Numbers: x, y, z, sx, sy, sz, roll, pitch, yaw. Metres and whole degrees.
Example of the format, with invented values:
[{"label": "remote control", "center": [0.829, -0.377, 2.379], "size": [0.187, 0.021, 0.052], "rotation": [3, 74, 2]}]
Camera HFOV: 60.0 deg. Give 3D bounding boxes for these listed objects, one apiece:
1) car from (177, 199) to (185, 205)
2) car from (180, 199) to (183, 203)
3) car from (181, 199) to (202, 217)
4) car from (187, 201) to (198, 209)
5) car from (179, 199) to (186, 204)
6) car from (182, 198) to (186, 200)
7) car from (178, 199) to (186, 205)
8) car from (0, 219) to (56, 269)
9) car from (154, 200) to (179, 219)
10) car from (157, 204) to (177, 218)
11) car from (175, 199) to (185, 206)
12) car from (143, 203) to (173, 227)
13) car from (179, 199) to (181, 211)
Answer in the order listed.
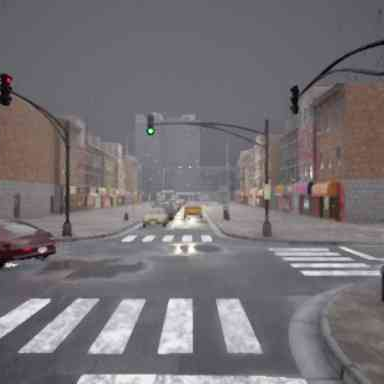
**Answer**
[{"label": "car", "center": [-2.621, 2.387, 79.403], "size": [1.752, 1.417, 4.829], "rotation": [0, -1, 0]}, {"label": "car", "center": [-2.628, 2.071, 46.862], "size": [1.947, 1.339, 4.313], "rotation": [0, -1, 0]}, {"label": "car", "center": [0.109, 1.868, 36.320], "size": [1.882, 1.535, 5.008], "rotation": [0, -1, 0]}, {"label": "car", "center": [0.058, 2.254, 60.384], "size": [1.895, 1.301, 4.718], "rotation": [0, -1, 1]}, {"label": "car", "center": [-2.619, 2.565, 90.477], "size": [1.802, 1.307, 4.206], "rotation": [0, -1, 0]}, {"label": "car", "center": [-2.626, 2.175, 57.766], "size": [2.008, 1.369, 4.403], "rotation": [0, -1, 0]}, {"label": "car", "center": [-2.620, 2.490, 85.025], "size": [1.947, 1.339, 4.313], "rotation": [0, -1, 0]}, {"label": "car", "center": [-6.772, 1.658, 11.400], "size": [4.674, 1.442, 1.812], "rotation": [0, -1, 25]}, {"label": "car", "center": [-2.632, 1.642, 30.510], "size": [2.192, 1.841, 5.009], "rotation": [0, -1, 0]}, {"label": "car", "center": [-2.631, 1.968, 35.959], "size": [1.802, 1.307, 4.206], "rotation": [0, -1, 0]}, {"label": "car", "center": [-2.622, 2.355, 74.122], "size": [2.008, 1.369, 4.403], "rotation": [0, -1, 0]}, {"label": "car", "center": [-2.633, 1.792, 24.886], "size": [1.752, 1.417, 4.829], "rotation": [0, -1, 0]}, {"label": "car", "center": [-2.630, 1.969, 41.241], "size": [1.752, 1.417, 4.829], "rotation": [0, -1, 0]}]
